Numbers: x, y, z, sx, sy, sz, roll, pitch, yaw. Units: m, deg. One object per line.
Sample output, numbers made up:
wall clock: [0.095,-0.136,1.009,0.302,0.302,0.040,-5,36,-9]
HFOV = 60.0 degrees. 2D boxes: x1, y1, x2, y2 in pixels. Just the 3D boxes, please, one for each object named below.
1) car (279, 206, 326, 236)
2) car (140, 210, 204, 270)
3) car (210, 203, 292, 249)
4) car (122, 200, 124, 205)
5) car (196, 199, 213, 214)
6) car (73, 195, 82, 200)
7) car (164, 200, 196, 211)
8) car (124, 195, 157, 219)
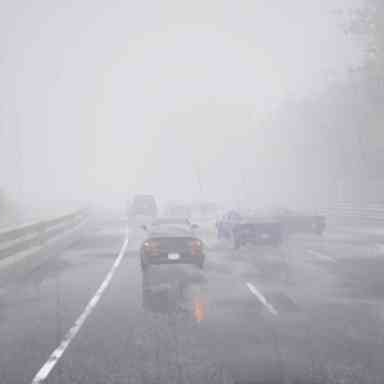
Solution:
car: [5.305,1.472,18.184,1.882,1.535,5.008,0,0,-9]
car: [-0.732,1.536,11.083,1.812,1.442,4.674,0,0,-6]
car: [2.325,1.480,14.607,1.882,1.535,5.008,0,0,-8]
car: [-11.049,1.646,60.110,1.994,1.385,4.181,0,0,-34]
car: [0.974,1.501,35.427,1.882,1.535,5.008,0,0,-20]
car: [-30.557,1.649,88.760,1.882,1.535,5.008,0,0,-25]
car: [-1.394,1.553,31.278,1.812,1.442,4.674,0,0,-16]
car: [-4.561,1.259,29.792,2.150,2.045,5.566,0,0,-16]
